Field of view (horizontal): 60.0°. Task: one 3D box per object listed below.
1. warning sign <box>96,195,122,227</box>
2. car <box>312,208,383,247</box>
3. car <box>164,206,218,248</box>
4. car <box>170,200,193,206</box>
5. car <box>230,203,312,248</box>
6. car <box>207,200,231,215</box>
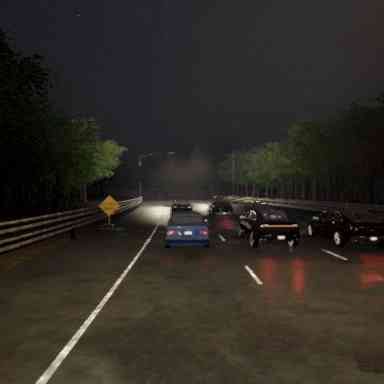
[{"bbox_3d":[-4.977,1.106,20.021,1.300,1.860,1.060,1,1,-2],"label":"warning sign"},{"bbox_3d":[6.757,1.503,14.931,1.837,1.490,4.892,0,0,-2],"label":"car"},{"bbox_3d":[-0.239,1.554,14.709,2.033,1.411,5.357,0,0,-2],"label":"car"},{"bbox_3d":[-0.955,1.479,29.748,2.128,1.511,4.902,0,0,-4],"label":"car"},{"bbox_3d":[3.259,1.484,14.819,2.128,1.511,4.902,0,0,-2],"label":"car"},{"bbox_3d":[2.539,1.497,29.970,1.837,1.490,4.892,0,0,-4],"label":"car"}]
